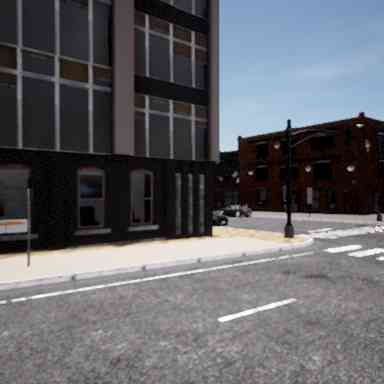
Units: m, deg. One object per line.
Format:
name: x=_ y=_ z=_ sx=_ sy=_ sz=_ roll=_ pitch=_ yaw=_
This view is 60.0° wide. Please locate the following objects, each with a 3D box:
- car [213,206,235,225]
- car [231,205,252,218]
car: x=1.214 y=2.084 z=28.170 sx=1.947 sy=1.339 sz=4.313 roll=-1 pitch=0 yaw=-37
car: x=4.865 y=2.143 z=37.753 sx=2.008 sy=1.369 sz=4.403 roll=-1 pitch=0 yaw=-37
